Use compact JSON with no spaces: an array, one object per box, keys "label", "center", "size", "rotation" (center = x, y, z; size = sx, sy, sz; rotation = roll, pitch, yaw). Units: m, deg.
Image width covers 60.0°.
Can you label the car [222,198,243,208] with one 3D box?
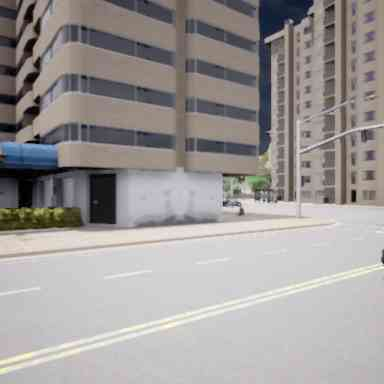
[{"label":"car","center":[5.604,1.580,49.228],"size":[1.994,1.385,4.181],"rotation":[0,0,-36]}]

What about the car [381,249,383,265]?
[{"label":"car","center":[7.118,1.606,8.881],"size":[4.718,1.301,1.895],"rotation":[0,0,-35]}]
